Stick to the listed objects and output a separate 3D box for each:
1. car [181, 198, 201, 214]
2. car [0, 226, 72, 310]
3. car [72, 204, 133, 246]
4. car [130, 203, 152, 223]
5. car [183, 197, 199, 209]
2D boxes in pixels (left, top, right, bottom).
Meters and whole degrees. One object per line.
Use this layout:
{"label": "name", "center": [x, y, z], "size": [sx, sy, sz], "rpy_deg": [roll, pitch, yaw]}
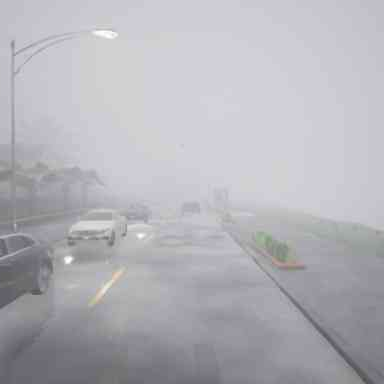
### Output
{"label": "car", "center": [-0.080, 1.434, 34.651], "size": [1.882, 1.535, 5.008], "rpy_deg": [0, 0, 0]}
{"label": "car", "center": [-4.122, 1.492, 5.905], "size": [2.128, 1.511, 4.902], "rpy_deg": [0, 0, 0]}
{"label": "car", "center": [-4.164, 1.514, 15.354], "size": [1.812, 1.442, 4.674], "rpy_deg": [0, 0, -1]}
{"label": "car", "center": [-4.202, 1.540, 25.378], "size": [1.994, 1.385, 4.181], "rpy_deg": [0, 0, 0]}
{"label": "car", "center": [-0.145, 1.490, 45.919], "size": [2.033, 1.411, 5.357], "rpy_deg": [0, 0, 0]}
